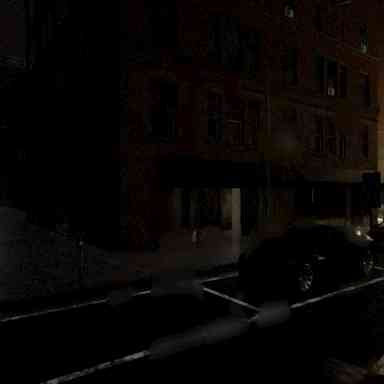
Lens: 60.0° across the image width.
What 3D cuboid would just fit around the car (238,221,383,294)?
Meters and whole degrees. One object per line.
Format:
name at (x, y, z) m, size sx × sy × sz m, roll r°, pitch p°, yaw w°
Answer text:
car at (3.165, 1.566, 8.801) m, size 4.313 × 1.339 × 1.947 m, roll 0°, pitch 0°, yaw -36°
